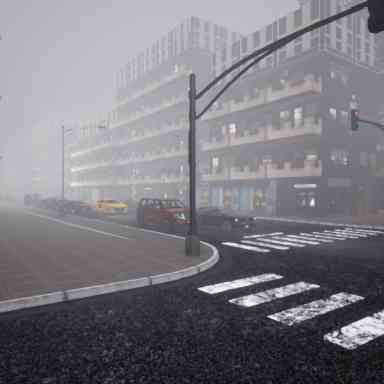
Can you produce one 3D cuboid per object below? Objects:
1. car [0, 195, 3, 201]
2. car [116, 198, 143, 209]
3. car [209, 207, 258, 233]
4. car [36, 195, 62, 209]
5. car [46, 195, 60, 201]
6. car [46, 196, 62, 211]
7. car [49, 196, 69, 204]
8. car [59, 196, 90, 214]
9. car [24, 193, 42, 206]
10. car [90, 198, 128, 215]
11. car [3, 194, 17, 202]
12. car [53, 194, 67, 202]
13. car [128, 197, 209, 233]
[{"bbox_3d":[-41.430,1.269,74.730,1.967,1.590,4.097,0,0,-36],"label":"car"},{"bbox_3d":[-8.061,1.465,42.947,1.802,1.307,4.206,0,0,-36],"label":"car"},{"bbox_3d":[1.628,1.555,19.782,1.895,1.301,4.718,0,0,-38],"label":"car"},{"bbox_3d":[-18.171,1.436,42.619,1.947,1.339,4.313,0,0,-36],"label":"car"},{"bbox_3d":[-31.318,1.379,75.058,2.008,1.369,4.403,0,0,-36],"label":"car"},{"bbox_3d":[-14.848,1.451,38.030,1.947,1.339,4.313,0,0,-36],"label":"car"},{"bbox_3d":[-24.517,1.383,61.265,2.033,1.411,5.357,0,0,-37],"label":"car"},{"bbox_3d":[-11.524,1.444,33.442,1.887,1.381,4.507,0,0,-36],"label":"car"},{"bbox_3d":[-24.815,1.162,51.793,2.192,1.841,5.009,0,0,-36],"label":"car"},{"bbox_3d":[-8.159,1.383,33.215,1.882,1.535,5.008,0,1,-36],"label":"car"},{"bbox_3d":[-38.107,1.412,70.144,1.802,1.307,4.206,0,0,-36],"label":"car"},{"bbox_3d":[-27.996,1.269,70.472,1.967,1.590,4.097,0,0,-36],"label":"car"},{"bbox_3d":[-1.556,1.264,19.679,2.192,1.841,5.009,0,0,-36],"label":"car"}]
